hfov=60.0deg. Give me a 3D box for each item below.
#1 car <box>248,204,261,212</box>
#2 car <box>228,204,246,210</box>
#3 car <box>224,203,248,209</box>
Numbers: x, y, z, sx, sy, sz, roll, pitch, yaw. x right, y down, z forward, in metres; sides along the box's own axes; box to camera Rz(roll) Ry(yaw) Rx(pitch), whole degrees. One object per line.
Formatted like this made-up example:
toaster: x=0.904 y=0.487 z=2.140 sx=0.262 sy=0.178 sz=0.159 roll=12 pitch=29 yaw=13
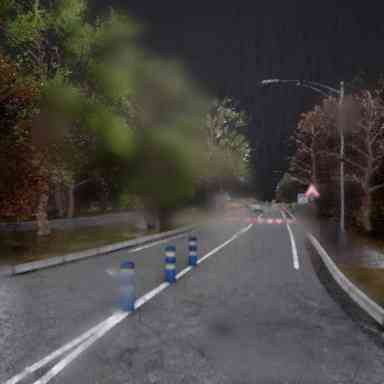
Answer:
car: x=12.346 y=3.108 z=64.264 sx=1.812 sy=1.442 sz=4.674 roll=0 pitch=-1 yaw=15
car: x=12.642 y=4.156 z=93.975 sx=4.892 sy=1.521 sz=2.231 roll=0 pitch=-3 yaw=14
car: x=12.141 y=4.014 z=91.249 sx=5.366 sy=1.575 sz=1.946 roll=0 pitch=-3 yaw=14
